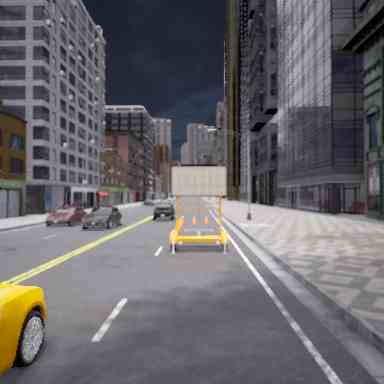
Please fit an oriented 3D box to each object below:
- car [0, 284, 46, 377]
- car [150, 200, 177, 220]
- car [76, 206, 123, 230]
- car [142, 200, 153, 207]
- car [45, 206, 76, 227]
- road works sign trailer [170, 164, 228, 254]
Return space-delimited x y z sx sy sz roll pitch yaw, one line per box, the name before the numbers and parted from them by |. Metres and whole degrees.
car | -3.068 1.513 2.835 1.882 1.535 5.008 0 -1 1
car | -2.513 1.815 31.432 1.837 1.490 4.892 0 -1 1
car | -6.123 1.744 23.123 1.837 1.490 4.892 0 -1 1
car | -8.474 2.252 65.350 1.895 1.301 4.718 0 -1 2
car | -9.333 1.792 25.192 1.812 1.442 4.674 0 -1 1
road works sign trailer | 0.303 0.603 14.260 2.380 3.560 2.880 0 -1 1
